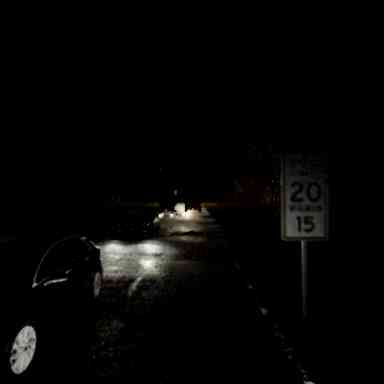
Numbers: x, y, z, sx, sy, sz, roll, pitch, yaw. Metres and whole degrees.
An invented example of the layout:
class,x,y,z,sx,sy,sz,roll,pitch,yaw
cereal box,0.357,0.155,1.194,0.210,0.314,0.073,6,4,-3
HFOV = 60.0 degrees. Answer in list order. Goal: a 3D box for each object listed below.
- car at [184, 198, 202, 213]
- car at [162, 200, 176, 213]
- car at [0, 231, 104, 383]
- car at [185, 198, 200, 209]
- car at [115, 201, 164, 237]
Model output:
class,x,y,z,sx,sy,sz,roll,pitch,yaw
car,0.103,1.539,37.416,1.837,1.490,4.892,0,0,0
car,-2.776,1.583,38.150,2.033,1.411,5.357,0,0,1
car,-2.885,1.508,5.509,1.837,1.490,4.892,0,1,1
car,0.064,1.610,48.341,1.994,1.385,4.181,0,0,0
car,-2.845,1.493,18.205,1.882,1.535,5.008,0,0,0
